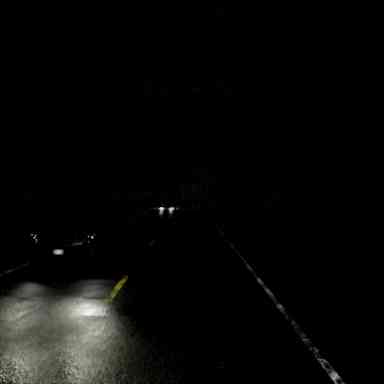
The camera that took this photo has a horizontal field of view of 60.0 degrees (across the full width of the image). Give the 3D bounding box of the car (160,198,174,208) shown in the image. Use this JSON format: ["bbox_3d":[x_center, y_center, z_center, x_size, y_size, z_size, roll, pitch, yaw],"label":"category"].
[{"bbox_3d":[-4.009,1.752,53.218,1.812,1.442,4.674,0,0,0],"label":"car"}]

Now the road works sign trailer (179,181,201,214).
[{"bbox_3d":[-0.203,0.618,37.260,2.380,3.560,2.880,0,0,-1],"label":"road works sign trailer"}]

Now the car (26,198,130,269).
[{"bbox_3d":[-3.621,1.271,11.753,2.150,2.045,5.566,0,0,0],"label":"car"}]
